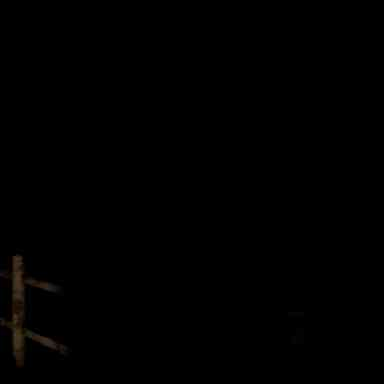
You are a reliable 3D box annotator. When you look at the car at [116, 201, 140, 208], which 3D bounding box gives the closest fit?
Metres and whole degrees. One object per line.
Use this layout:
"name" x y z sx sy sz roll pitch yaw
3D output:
"car" -12.093 2.386 63.015 1.895 1.301 4.718 -1 -1 37
